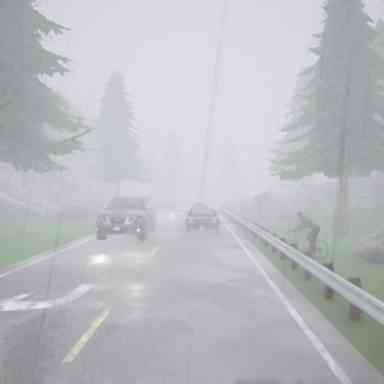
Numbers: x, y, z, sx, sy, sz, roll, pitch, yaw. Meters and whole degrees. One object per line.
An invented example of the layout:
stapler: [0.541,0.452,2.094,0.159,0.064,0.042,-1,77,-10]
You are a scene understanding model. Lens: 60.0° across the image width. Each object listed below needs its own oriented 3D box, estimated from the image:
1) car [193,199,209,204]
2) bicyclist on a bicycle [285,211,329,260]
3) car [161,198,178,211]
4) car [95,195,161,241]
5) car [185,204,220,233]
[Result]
car: [1.038,1.538,40.686,1.812,1.442,4.674,0,0,5]
bicyclist on a bicycle: [3.810,1.481,11.223,1.656,1.620,0.582,0,0,2]
car: [-2.839,1.512,40.072,1.812,1.442,4.674,0,0,2]
car: [-3.149,1.202,16.952,2.150,2.045,5.566,0,0,1]
car: [0.600,1.607,19.837,1.895,1.301,4.718,0,0,1]
